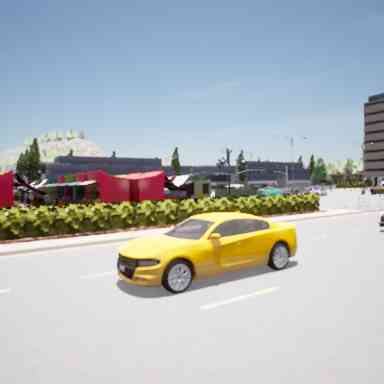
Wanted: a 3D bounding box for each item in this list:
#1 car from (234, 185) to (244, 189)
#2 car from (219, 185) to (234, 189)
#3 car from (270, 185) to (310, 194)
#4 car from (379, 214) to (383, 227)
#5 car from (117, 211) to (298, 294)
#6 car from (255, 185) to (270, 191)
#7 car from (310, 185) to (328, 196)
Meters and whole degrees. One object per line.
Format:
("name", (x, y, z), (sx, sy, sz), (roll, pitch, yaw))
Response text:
("car", (10.336, -0.723, 84.255), (1.932, 1.855, 4.605), (-2, 1, -33))
("car", (7.887, -0.634, 82.714), (1.905, 1.878, 3.866), (-2, 1, -33))
("car", (14.020, -0.069, 47.736), (1.932, 1.855, 4.605), (-2, 1, -33))
("car", (10.863, 0.994, 15.389), (5.357, 1.411, 2.033), (-2, 1, -34))
("car", (0.570, 1.295, 8.542), (5.008, 1.535, 1.882), (-2, 1, -34))
("car", (15.206, -0.235, 66.629), (1.970, 1.475, 3.806), (-2, 1, -33))
("car", (18.662, 0.005, 50.838), (1.970, 1.475, 3.806), (-2, 1, -33))
